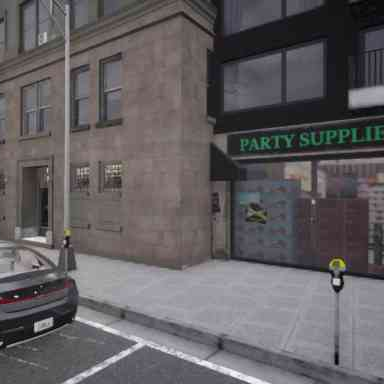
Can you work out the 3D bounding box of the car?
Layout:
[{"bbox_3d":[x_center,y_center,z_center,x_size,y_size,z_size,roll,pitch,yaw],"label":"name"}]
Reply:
[{"bbox_3d":[-3.778,1.552,5.739,4.403,1.369,2.008,0,0,35],"label":"car"}]
